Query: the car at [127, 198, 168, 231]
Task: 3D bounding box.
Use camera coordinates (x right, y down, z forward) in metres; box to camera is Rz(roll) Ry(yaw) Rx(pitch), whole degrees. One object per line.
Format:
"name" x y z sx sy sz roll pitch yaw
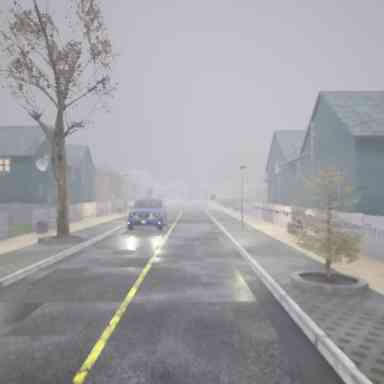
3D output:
"car" -2.850 1.416 22.325 2.150 2.045 5.566 0 0 0
